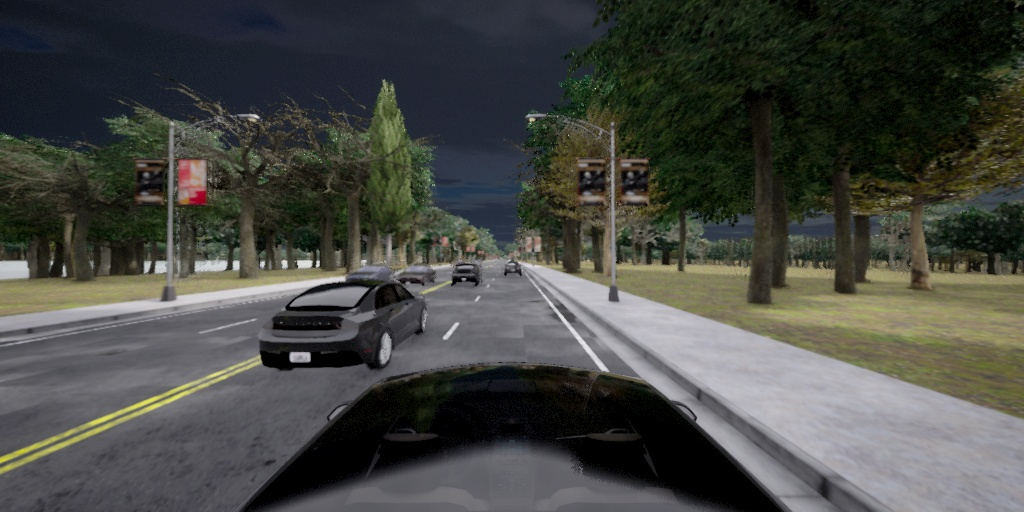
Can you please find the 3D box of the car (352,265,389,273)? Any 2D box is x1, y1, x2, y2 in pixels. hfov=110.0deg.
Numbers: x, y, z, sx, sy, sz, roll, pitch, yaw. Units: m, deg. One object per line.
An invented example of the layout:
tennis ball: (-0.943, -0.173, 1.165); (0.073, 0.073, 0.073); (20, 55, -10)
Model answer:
car: (-9.841, 1.333, 25.399); (2.033, 1.411, 5.357); (0, 0, 0)

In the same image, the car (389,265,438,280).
car: (-6.591, 1.333, 25.405); (2.033, 1.411, 5.357); (0, 0, 0)

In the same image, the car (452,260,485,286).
car: (-3.146, 1.291, 25.840); (1.837, 1.490, 4.892); (0, 0, 0)

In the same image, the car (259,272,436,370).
car: (-3.151, 1.260, 7.758); (1.837, 1.490, 4.892); (0, 0, 0)

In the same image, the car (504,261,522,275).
car: (0.109, 1.351, 39.772); (1.812, 1.442, 4.674); (0, 0, 0)
